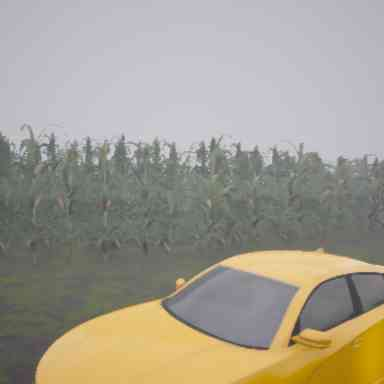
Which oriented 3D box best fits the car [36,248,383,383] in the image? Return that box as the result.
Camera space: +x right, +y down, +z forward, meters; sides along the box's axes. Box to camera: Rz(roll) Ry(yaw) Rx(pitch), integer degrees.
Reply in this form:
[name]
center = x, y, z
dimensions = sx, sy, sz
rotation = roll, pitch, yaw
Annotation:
[car]
center = 0.959, 1.478, 3.750
dimensions = 5.008, 1.535, 1.882
rotation = 0, 0, -35
